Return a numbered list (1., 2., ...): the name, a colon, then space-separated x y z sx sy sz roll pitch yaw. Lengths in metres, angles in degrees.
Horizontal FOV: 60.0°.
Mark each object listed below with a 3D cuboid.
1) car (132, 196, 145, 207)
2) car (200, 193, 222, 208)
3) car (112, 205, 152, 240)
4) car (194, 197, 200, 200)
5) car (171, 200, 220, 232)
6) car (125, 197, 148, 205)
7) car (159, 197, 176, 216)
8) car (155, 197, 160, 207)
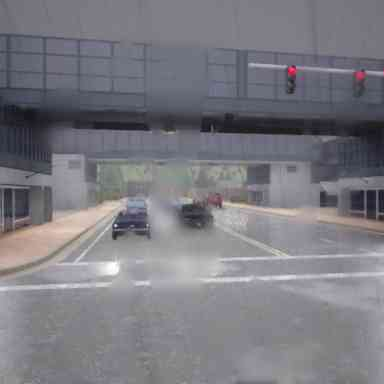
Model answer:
1. car: -8.156 1.461 51.301 1.882 1.535 5.008 0 0 -9
2. car: 2.939 1.195 48.518 2.150 2.045 5.566 0 0 -6
3. car: -3.034 1.595 17.159 1.895 1.301 4.718 0 0 -9
4. car: 1.300 1.533 58.951 1.994 1.385 4.181 0 0 -9
5. car: 0.044 1.468 20.174 1.882 1.535 5.008 0 0 -9
6. car: -5.130 1.467 30.877 1.882 1.535 5.008 0 1 -9
7. car: -1.880 1.463 32.783 1.882 1.535 5.008 0 0 -9
8. car: -4.579 1.486 51.014 1.837 1.490 4.892 0 0 -8
